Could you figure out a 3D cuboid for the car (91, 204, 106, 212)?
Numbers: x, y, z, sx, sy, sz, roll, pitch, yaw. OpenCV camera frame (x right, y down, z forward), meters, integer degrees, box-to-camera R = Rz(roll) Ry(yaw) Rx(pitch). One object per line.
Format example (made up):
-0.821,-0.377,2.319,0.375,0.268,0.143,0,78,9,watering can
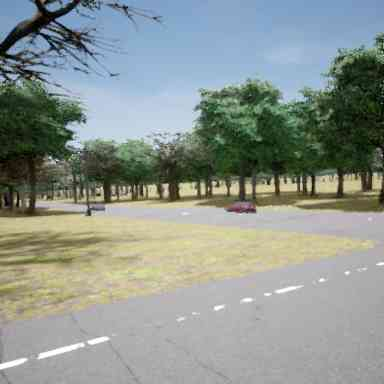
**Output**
-18.242,3.049,64.701,1.994,1.385,4.181,-4,1,-30,car

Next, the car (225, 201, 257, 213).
6.075,1.882,41.868,1.994,1.385,4.181,-4,1,-36,car
